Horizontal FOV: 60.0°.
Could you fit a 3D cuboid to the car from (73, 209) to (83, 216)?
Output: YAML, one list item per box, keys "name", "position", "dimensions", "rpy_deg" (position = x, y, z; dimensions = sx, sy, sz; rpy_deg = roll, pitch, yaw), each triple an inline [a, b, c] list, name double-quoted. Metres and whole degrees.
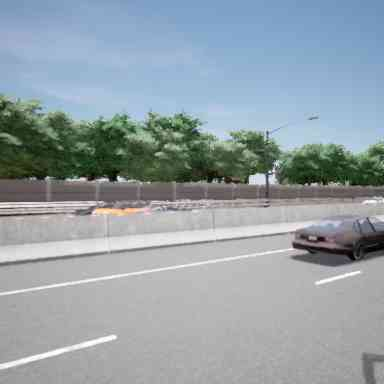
- name: "car"
  position: [-6.461, 1.514, 25.176]
  dimensions: [4.892, 1.490, 1.837]
  rpy_deg: [0, 0, -35]

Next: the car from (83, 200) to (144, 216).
- name: "car"
  position: [-4.537, 1.361, 22.250]
  dimensions: [4.553, 1.767, 2.097]
  rpy_deg: [0, 0, -35]

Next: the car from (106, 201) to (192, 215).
- name: "car"
  position: [-2.156, 1.501, 19.650]
  dimensions: [4.902, 1.511, 2.128]
  rpy_deg: [0, 0, -35]

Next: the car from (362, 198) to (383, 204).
- name: "car"
  position: [26.903, 1.557, 48.923]
  dimensions: [4.674, 1.442, 1.812]
  rpy_deg: [0, 0, -35]

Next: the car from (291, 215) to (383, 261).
- name: "car"
  position: [5.995, 1.560, 12.320]
  dimensions: [5.357, 1.411, 2.033]
  rpy_deg: [0, 0, -35]
